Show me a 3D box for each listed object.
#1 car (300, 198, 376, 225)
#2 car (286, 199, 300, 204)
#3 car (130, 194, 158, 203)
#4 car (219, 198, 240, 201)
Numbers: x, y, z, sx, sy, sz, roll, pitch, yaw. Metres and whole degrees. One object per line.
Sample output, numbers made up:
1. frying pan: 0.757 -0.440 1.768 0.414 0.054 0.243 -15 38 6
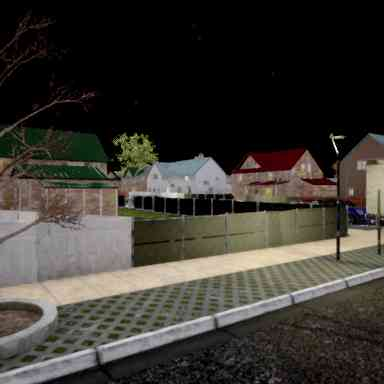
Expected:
1. car: 10.099 1.235 22.688 2.097 1.767 4.553 0 1 -32
2. car: 9.511 1.300 28.952 1.882 1.535 5.008 0 1 -34
3. car: -7.460 1.048 48.642 2.128 1.511 4.902 0 1 -34
4. car: 3.711 1.313 32.183 2.033 1.411 5.357 0 1 -34
